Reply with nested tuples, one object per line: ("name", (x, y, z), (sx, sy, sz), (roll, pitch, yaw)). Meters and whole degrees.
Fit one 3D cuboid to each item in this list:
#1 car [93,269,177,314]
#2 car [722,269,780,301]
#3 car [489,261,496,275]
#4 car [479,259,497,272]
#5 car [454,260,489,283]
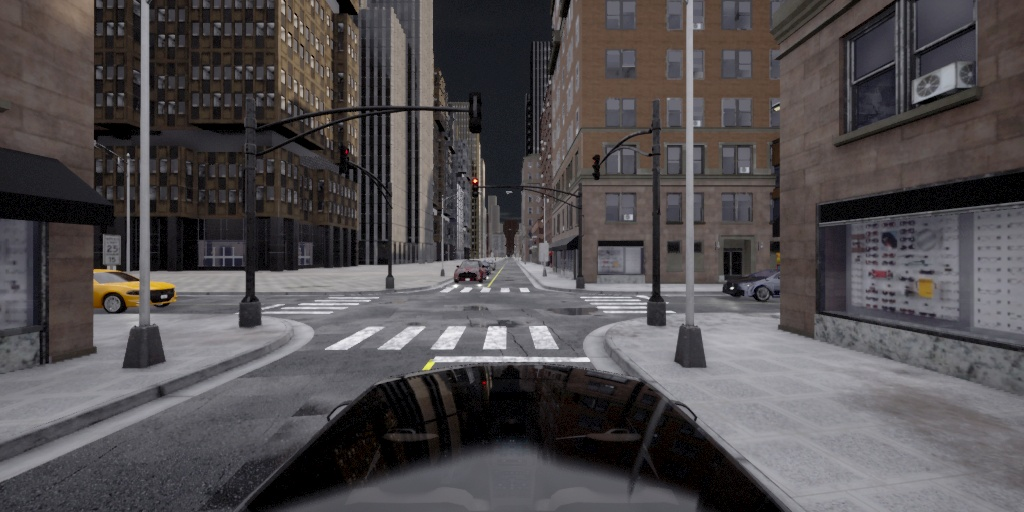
("car", (-15.369, 1.232, 13.247), (5.008, 1.535, 1.882), (0, 0, 0))
("car", (12.219, 1.314, 16.687), (4.181, 1.385, 1.994), (0, 0, -1))
("car", (-3.175, 1.299, 38.075), (2.033, 1.411, 5.357), (0, 0, 0))
("car", (-3.189, 1.243, 48.493), (2.128, 1.511, 4.902), (0, 0, 0))
("car", (-3.159, 1.103, 27.816), (2.097, 1.767, 4.553), (0, 0, 0))
